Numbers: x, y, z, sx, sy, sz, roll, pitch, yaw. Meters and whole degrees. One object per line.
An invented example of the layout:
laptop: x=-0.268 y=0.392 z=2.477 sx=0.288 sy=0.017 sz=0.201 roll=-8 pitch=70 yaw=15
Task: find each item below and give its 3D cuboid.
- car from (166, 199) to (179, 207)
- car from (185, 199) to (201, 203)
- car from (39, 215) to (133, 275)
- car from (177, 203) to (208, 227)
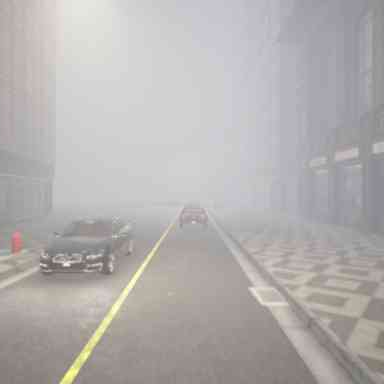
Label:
car: x=-3.061 y=1.796 z=53.922 sx=1.994 sy=1.385 sz=4.181 roll=0 pitch=0 yaw=0
car: x=0.102 y=1.671 z=41.646 sx=2.128 sy=1.511 sz=4.902 roll=0 pitch=0 yaw=0
car: x=-3.100 y=1.552 z=10.653 sx=1.837 sy=1.490 sz=4.892 roll=0 pitch=0 yaw=0
car: x=0.102 y=1.705 z=23.816 sx=1.895 sy=1.301 sz=4.718 roll=0 pitch=0 yaw=0
